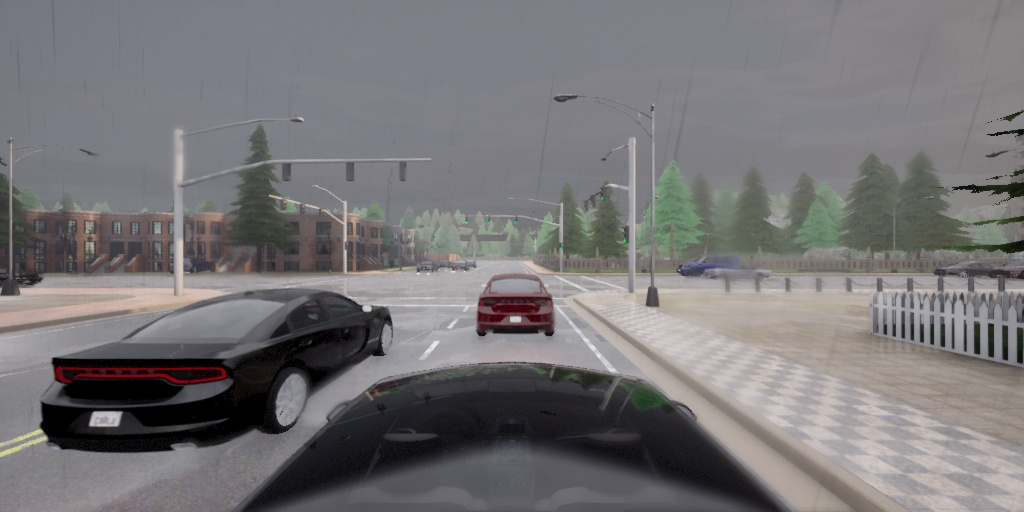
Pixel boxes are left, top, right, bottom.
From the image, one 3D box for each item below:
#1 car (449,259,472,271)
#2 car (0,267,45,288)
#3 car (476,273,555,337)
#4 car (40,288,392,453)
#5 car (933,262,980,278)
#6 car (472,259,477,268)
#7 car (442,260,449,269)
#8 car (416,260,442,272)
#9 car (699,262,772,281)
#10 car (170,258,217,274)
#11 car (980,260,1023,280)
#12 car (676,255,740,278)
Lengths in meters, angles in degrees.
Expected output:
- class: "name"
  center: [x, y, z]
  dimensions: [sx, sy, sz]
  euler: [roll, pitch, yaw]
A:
- class: "car"
  center: [-6.997, 1.275, 49.449]
  dimensions: [1.812, 1.442, 4.674]
  euler: [0, 0, 0]
- class: "car"
  center: [-33.607, 1.351, 23.061]
  dimensions: [4.718, 1.301, 1.895]
  euler: [0, 0, -4]
- class: "car"
  center: [0.091, 1.228, 10.330]
  dimensions: [1.882, 1.535, 5.008]
  euler: [0, 0, 0]
- class: "car"
  center: [-3.434, 1.228, 5.525]
  dimensions: [1.882, 1.535, 5.008]
  euler: [0, 0, 0]
- class: "car"
  center: [42.236, 1.256, 33.253]
  dimensions: [4.892, 1.490, 1.837]
  euler: [1, 0, 1]
- class: "car"
  center: [-6.967, 1.276, 59.692]
  dimensions: [1.812, 1.442, 4.674]
  euler: [0, 0, 0]
- class: "car"
  center: [-10.496, 1.313, 55.762]
  dimensions: [1.994, 1.385, 4.181]
  euler: [0, 0, 0]
- class: "car"
  center: [-10.517, 1.314, 44.835]
  dimensions: [1.994, 1.385, 4.181]
  euler: [0, 0, 0]
- class: "car"
  center: [18.680, 1.351, 29.859]
  dimensions: [4.718, 1.301, 1.895]
  euler: [0, 0, 0]
- class: "car"
  center: [-33.715, 0.941, 38.078]
  dimensions: [2.097, 1.767, 4.553]
  euler: [-1, 1, -11]
- class: "car"
  center: [42.705, 1.101, 29.747]
  dimensions: [4.553, 1.767, 2.097]
  euler: [0, 0, 1]
- class: "car"
  center: [18.354, 0.971, 33.360]
  dimensions: [5.566, 2.045, 2.150]
  euler: [0, 0, 0]
